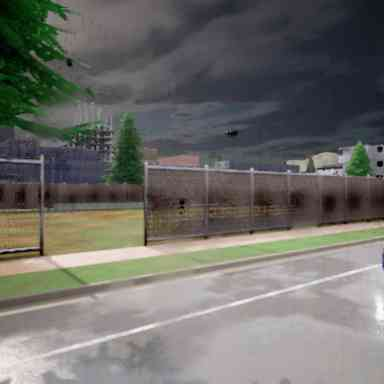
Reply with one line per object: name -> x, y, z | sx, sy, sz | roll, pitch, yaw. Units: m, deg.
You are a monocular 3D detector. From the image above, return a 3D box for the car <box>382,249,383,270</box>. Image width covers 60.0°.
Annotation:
car -> 7.091, 1.463, 9.047 | 5.008, 1.535, 1.882 | 0, 0, -35
